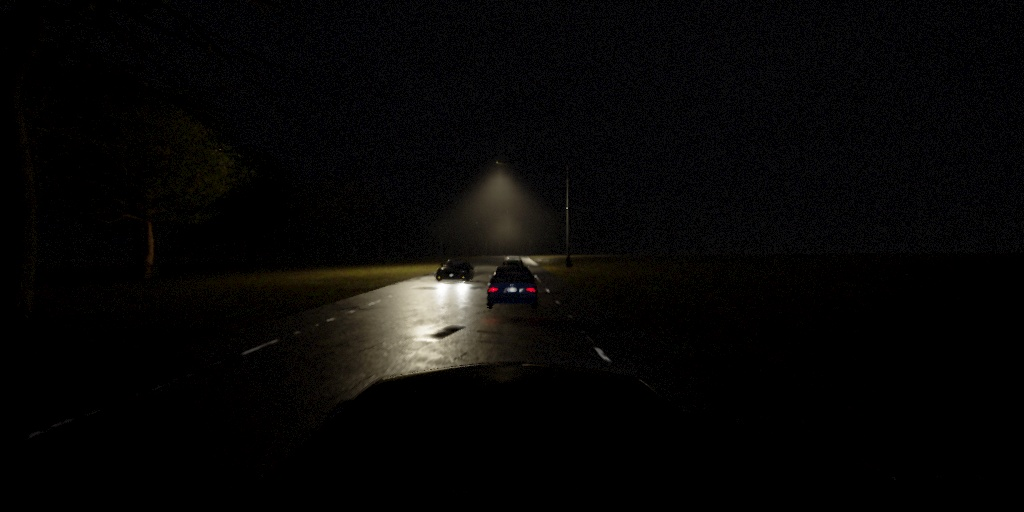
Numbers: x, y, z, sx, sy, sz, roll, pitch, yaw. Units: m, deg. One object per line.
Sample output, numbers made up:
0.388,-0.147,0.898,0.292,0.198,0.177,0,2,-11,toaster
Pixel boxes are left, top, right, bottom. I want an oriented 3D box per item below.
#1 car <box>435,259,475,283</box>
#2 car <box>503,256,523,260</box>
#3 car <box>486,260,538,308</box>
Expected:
-3.541,0.892,22.928,1.994,1.385,4.181,0,1,1,car
0.087,0.649,34.765,1.895,1.301,4.718,0,1,0,car
0.030,1.077,13.952,2.033,1.411,5.357,0,1,1,car
